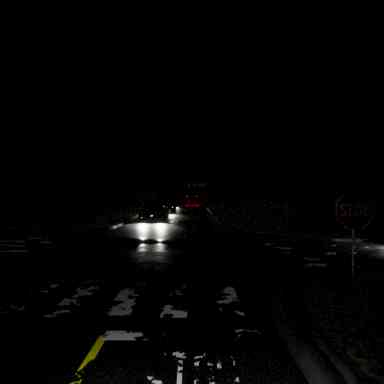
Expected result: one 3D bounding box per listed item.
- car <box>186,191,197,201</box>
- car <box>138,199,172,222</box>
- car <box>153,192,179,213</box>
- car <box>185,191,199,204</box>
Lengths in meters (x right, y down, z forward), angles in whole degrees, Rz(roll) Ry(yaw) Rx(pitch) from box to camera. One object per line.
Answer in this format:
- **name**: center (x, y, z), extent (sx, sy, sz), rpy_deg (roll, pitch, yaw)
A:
- **car**: center (-0.027, 0.746, 66.837), extent (2.150, 2.045, 5.566), rpy_deg (0, 1, 0)
- **car**: center (-2.857, 1.494, 25.579), extent (1.994, 1.385, 4.181), rpy_deg (0, 0, 0)
- **car**: center (-2.862, 1.074, 35.752), extent (2.150, 2.045, 5.566), rpy_deg (0, 0, 0)
- **car**: center (-0.023, 0.871, 56.416), extent (2.150, 2.045, 5.566), rpy_deg (0, 1, 0)
